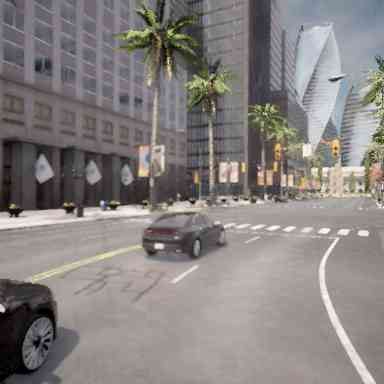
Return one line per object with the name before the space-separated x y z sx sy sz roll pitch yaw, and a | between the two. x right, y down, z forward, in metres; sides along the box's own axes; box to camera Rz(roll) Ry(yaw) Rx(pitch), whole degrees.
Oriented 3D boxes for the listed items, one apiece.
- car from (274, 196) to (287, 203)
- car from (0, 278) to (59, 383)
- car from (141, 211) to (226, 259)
car | 19.245 1.538 71.884 2.161 1.482 4.786 0 0 27
car | -2.939 1.469 2.764 2.128 1.511 4.902 0 0 6
car | -0.128 1.487 12.785 1.837 1.490 4.892 0 0 22
